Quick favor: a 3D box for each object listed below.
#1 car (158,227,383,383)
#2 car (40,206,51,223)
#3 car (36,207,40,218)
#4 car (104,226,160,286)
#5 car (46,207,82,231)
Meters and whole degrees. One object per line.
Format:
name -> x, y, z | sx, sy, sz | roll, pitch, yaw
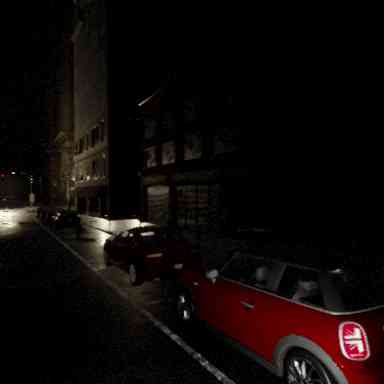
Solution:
car -> 1.245, 1.484, 5.116 | 1.967, 1.590, 4.097 | -1, 0, -29
car -> -11.928, 2.074, 29.277 | 1.887, 1.381, 4.507 | -1, 0, -29
car -> -14.563, 2.172, 34.110 | 1.887, 1.381, 4.507 | -1, 0, -29
car -> -1.387, 1.684, 9.948 | 1.887, 1.381, 4.507 | -1, 0, -29
car -> -9.292, 1.997, 24.445 | 1.947, 1.339, 4.313 | -1, 0, -29
